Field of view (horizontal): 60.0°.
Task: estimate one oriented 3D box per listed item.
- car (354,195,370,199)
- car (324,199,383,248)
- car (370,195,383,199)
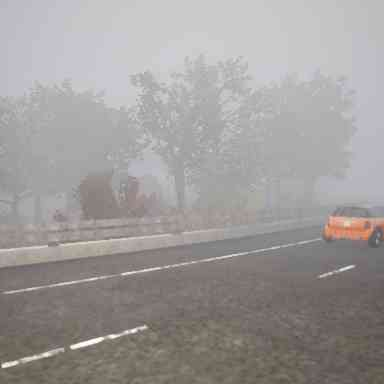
[{"bbox_3d":[40.241,1.467,80.038,1.837,1.490,4.892,0,0,4],"label":"car"},{"bbox_3d":[7.901,1.364,15.159,4.553,1.767,2.097,0,0,-44],"label":"car"},{"bbox_3d":[43.718,1.441,79.639,1.882,1.535,5.008,0,0,4],"label":"car"}]
